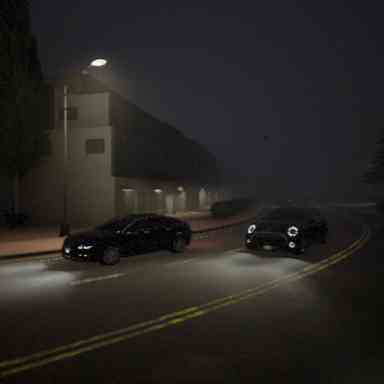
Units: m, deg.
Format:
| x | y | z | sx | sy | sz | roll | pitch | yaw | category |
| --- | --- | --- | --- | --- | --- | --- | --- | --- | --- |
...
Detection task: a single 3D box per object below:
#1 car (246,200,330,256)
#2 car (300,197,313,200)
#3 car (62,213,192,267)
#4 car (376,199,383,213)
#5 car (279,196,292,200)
| x | y | z | sx | sy | sz | roll | pitch | yaw | category |
| --- | --- | --- | --- | --- | --- | --- | --- | --- | --- |
| 4.002 | 1.381 | 13.550 | 2.097 | 1.767 | 4.553 | 0 | 0 | 37 | car |
| 20.028 | 1.619 | 58.448 | 1.837 | 1.490 | 4.892 | 0 | -1 | 15 | car |
| -2.091 | 1.549 | 11.851 | 1.837 | 1.490 | 4.892 | 0 | 0 | 44 | car |
| 20.997 | 1.386 | 35.061 | 2.097 | 1.767 | 4.553 | 0 | 0 | 16 | car |
| 16.276 | 1.471 | 58.052 | 2.097 | 1.767 | 4.553 | 0 | 0 | 16 | car |
